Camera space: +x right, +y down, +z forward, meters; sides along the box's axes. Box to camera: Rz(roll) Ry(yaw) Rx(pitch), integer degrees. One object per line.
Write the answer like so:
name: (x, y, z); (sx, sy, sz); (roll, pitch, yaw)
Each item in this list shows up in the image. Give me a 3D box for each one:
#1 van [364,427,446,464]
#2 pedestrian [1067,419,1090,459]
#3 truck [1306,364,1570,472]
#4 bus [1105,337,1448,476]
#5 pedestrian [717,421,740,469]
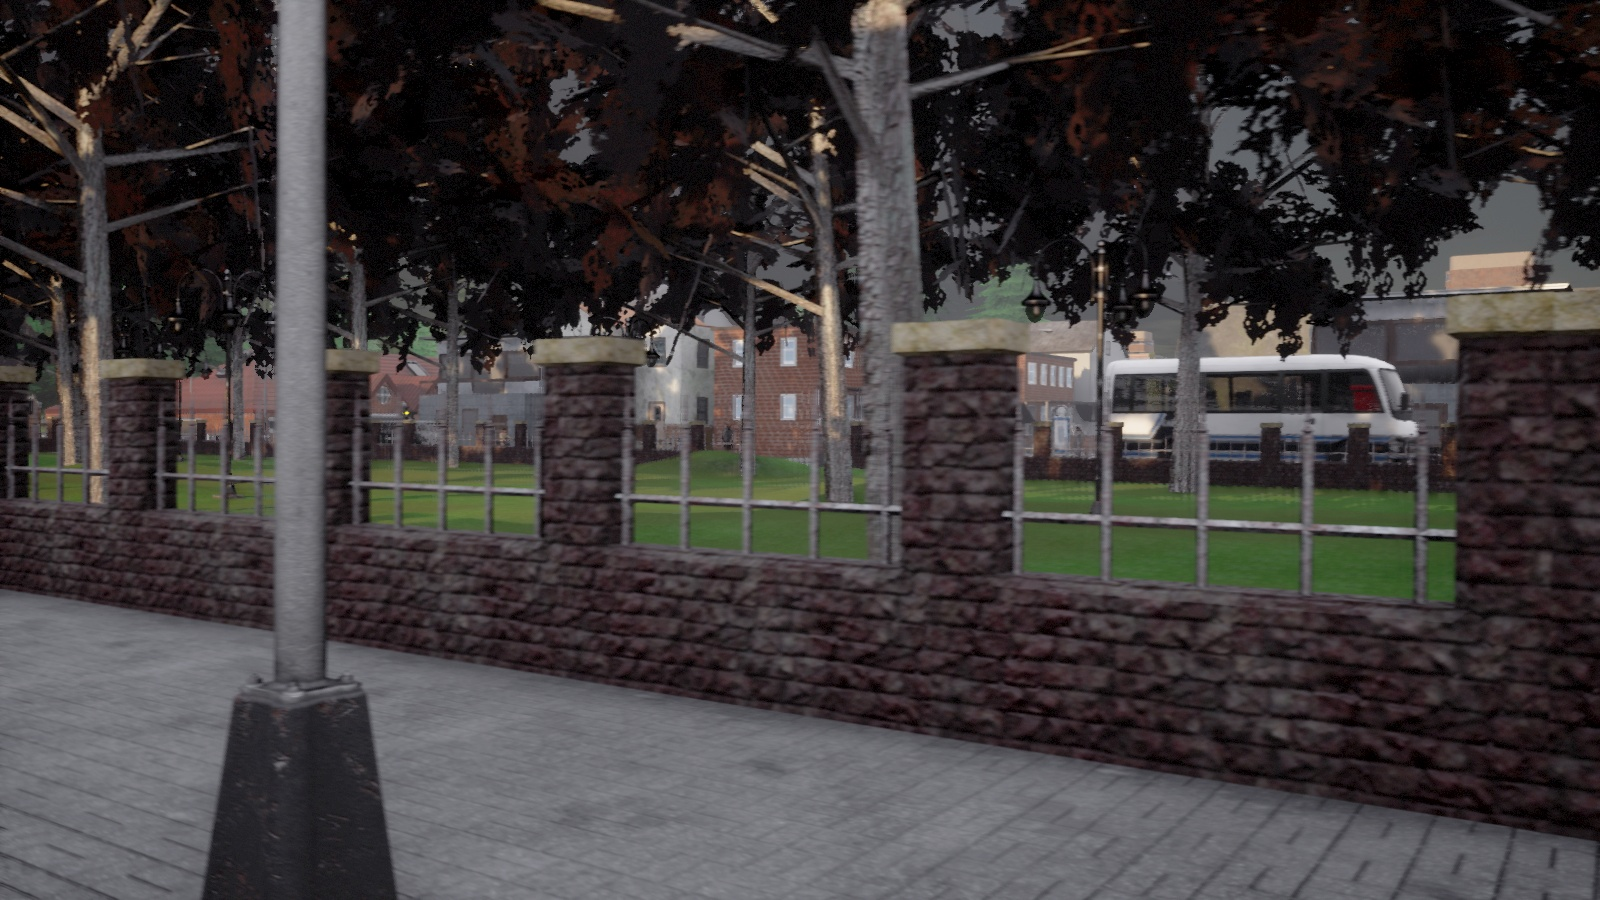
van: (-21.395, -0.250, 68.033); (4.442, 1.987, 1.775); (0, 1, 32)
pedestrian: (13.851, -0.537, 62.480); (0.873, 1.952, 0.659); (-1, 1, -18)
truck: (22.165, -1.050, 43.833); (7.936, 3.462, 2.891); (0, 1, 34)
bus: (16.125, -1.378, 43.021); (10.273, 4.253, 3.944); (0, 1, 36)
pedestrian: (-2.803, -0.206, 49.234); (0.694, 1.848, 0.540); (0, 1, 34)
